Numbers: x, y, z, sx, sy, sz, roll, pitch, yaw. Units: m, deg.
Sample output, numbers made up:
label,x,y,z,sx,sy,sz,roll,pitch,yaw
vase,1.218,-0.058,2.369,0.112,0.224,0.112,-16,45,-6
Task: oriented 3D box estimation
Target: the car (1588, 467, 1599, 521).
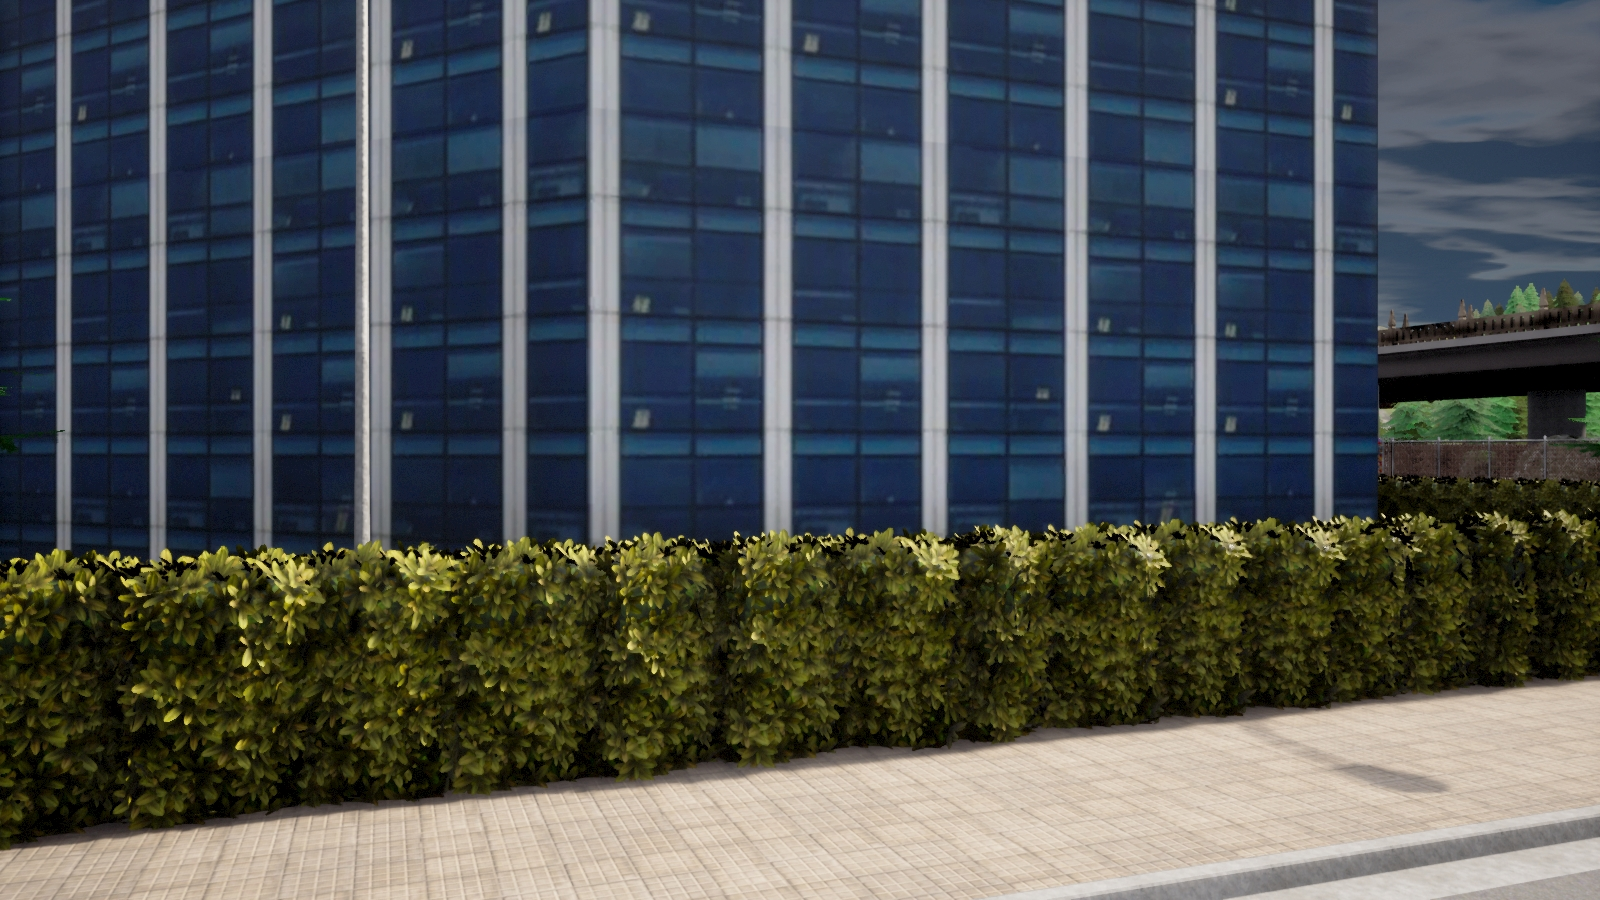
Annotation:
label,x,y,z,sx,sy,sz,roll,pitch,yaw
car,32.859,1.700,41.949,2.390,2.098,6.274,0,0,-20
